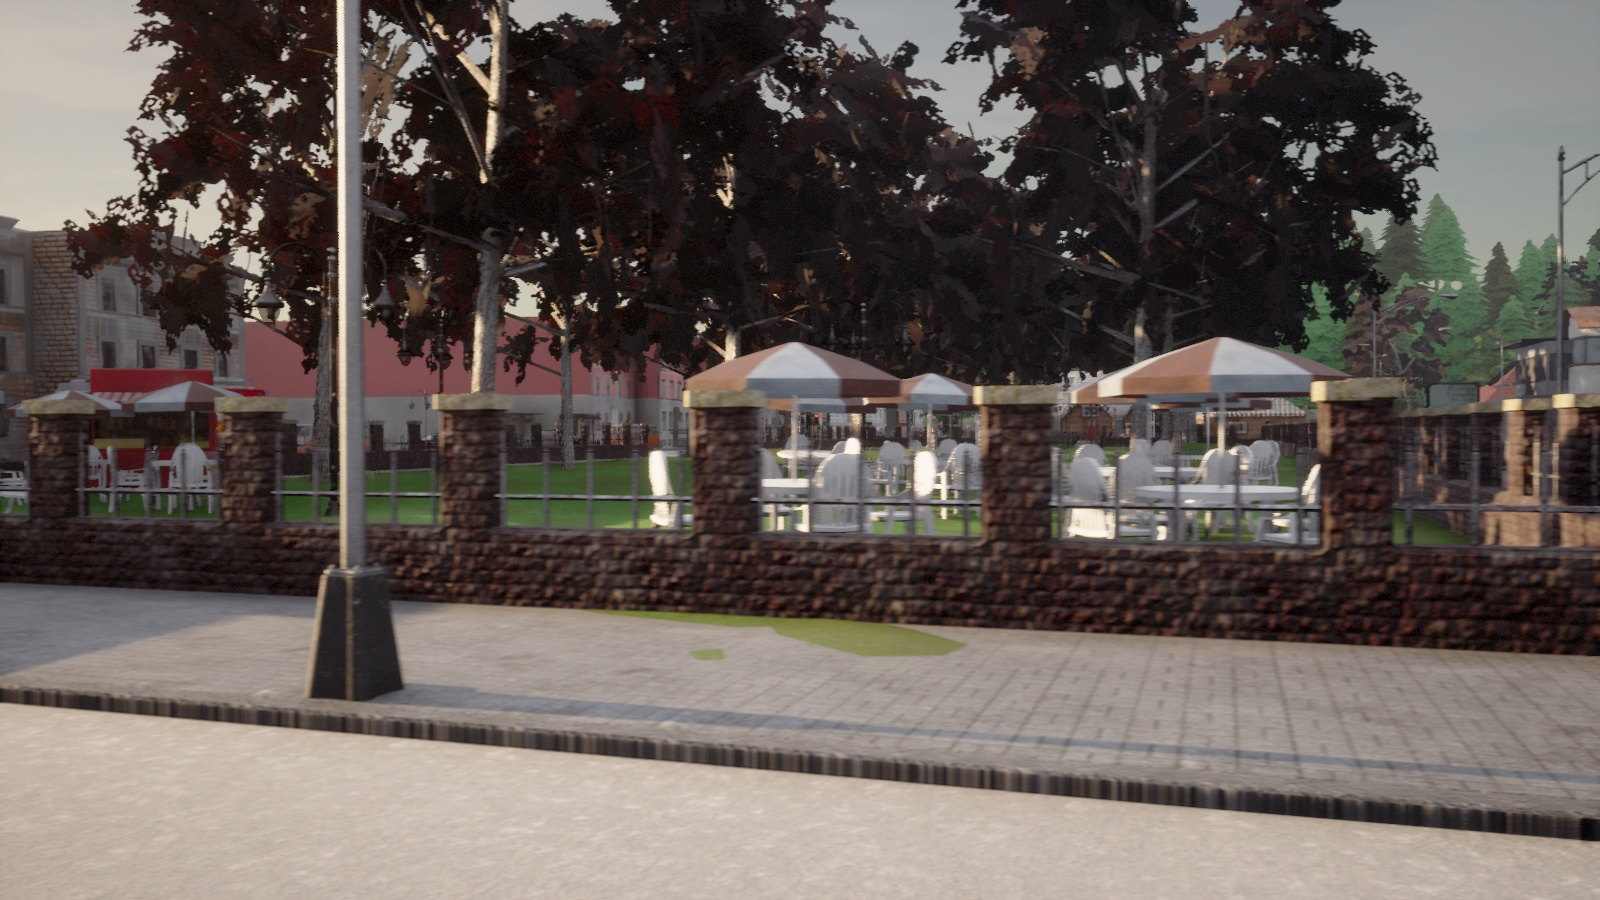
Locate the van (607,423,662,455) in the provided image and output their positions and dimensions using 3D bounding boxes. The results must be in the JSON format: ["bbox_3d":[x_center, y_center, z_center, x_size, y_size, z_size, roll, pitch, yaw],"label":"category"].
[{"bbox_3d":[-10.560,-0.743,80.436,1.775,1.987,4.442,1,1,19],"label":"van"}]

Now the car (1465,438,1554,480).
[{"bbox_3d":[25.188,0.268,44.706,1.994,1.385,4.181,1,1,19],"label":"car"}]

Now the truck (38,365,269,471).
[{"bbox_3d":[-25.162,-1.220,49.544,2.891,3.827,8.468,1,1,19],"label":"truck"}]

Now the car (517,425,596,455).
[{"bbox_3d":[-13.717,-0.579,71.074,2.152,1.651,5.027,1,1,19],"label":"car"}]

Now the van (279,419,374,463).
[{"bbox_3d":[-22.080,-0.439,58.754,1.775,1.987,4.442,1,1,19],"label":"van"}]

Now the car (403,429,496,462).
[{"bbox_3d":[-17.014,-0.236,61.282,1.882,1.535,5.008,1,1,18],"label":"car"}]
